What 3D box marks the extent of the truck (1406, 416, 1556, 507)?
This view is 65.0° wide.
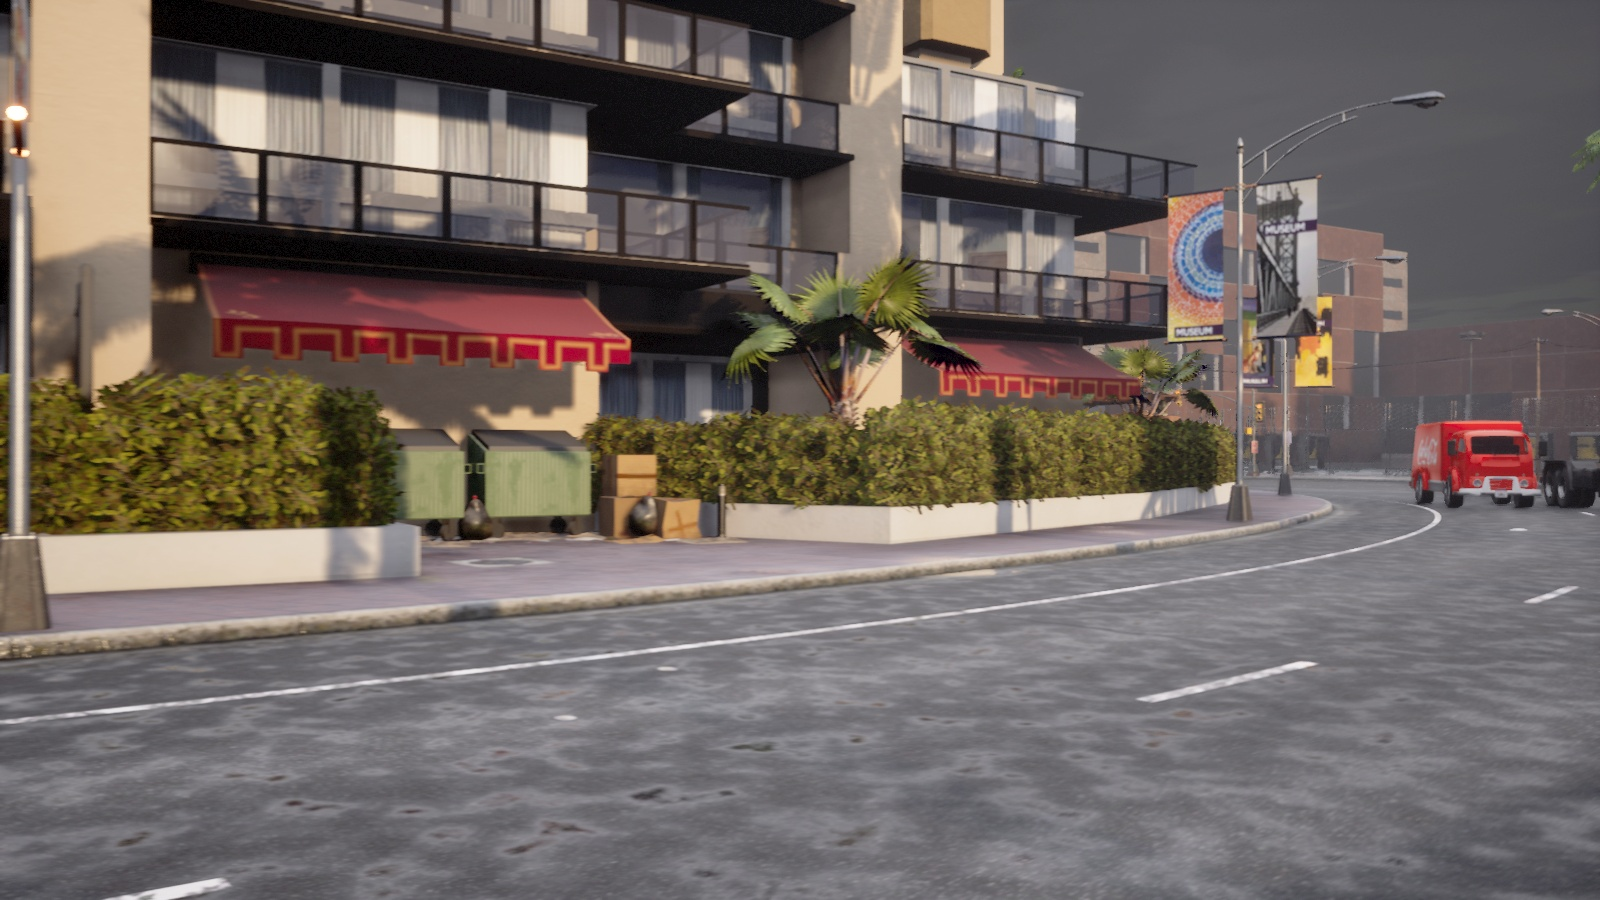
[{"bbox_3d":[19.700,0.311,36.647,2.627,2.467,5.204,0,0,14],"label":"truck"}]

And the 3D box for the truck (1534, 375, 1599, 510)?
[{"bbox_3d":[22.485,-0.198,33.717,2.891,3.462,7.936,0,0,16],"label":"truck"}]
